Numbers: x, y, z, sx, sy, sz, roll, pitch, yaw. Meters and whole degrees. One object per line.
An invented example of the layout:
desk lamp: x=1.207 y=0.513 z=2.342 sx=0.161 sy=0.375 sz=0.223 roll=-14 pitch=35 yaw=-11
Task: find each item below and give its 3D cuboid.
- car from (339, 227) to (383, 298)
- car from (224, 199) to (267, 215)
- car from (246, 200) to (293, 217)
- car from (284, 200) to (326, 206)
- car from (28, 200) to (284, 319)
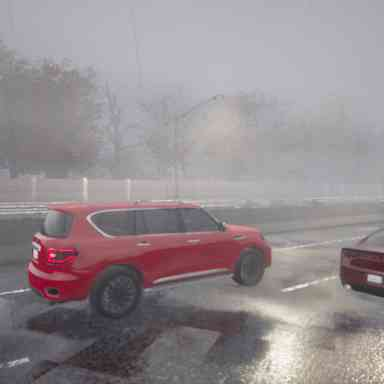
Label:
car: x=5.394 y=1.445 z=7.591 sx=5.008 sy=1.535 sz=1.882 roll=0 pitch=0 yaw=-35
car: x=5.435 y=1.475 z=33.650 sx=4.181 sy=1.385 sz=1.994 roll=0 pitch=0 yaw=-35
car: x=7.138 y=1.476 z=30.566 sx=4.181 sy=1.385 sz=1.994 roll=0 pitch=0 yaw=-35
car: x=9.420 y=1.416 z=27.895 sx=4.892 sy=1.490 sz=1.837 roll=0 pitch=0 yaw=-35
car: x=-0.647 y=1.208 z=7.582 sx=5.566 sy=2.045 sz=2.150 roll=0 pitch=0 yaw=-35
